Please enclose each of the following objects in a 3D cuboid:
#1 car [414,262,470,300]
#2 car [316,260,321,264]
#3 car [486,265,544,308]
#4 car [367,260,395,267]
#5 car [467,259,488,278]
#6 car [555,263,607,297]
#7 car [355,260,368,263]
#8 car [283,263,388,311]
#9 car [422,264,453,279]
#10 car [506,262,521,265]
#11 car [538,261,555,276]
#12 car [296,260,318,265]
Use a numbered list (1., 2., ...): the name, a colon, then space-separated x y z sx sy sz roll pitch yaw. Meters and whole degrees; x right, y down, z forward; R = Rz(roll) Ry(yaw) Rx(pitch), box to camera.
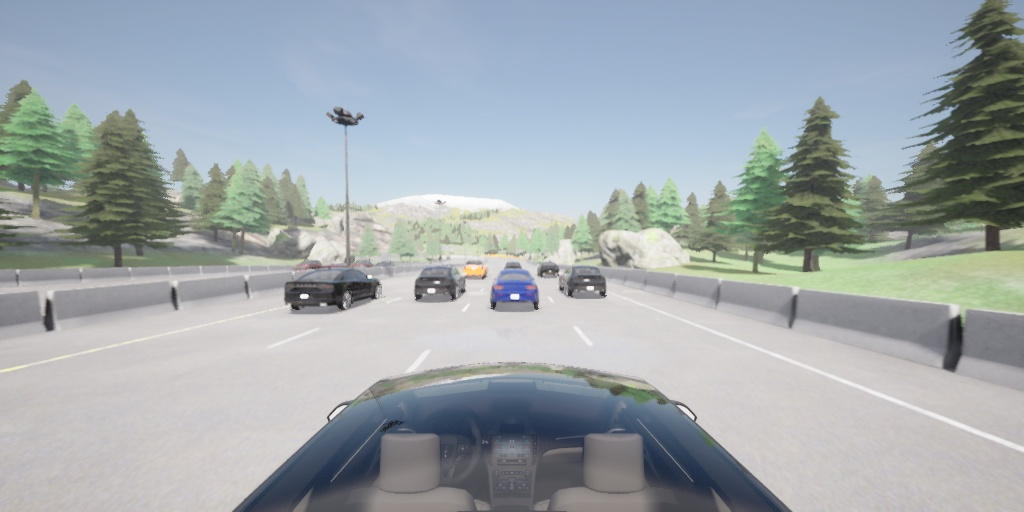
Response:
1. car: -3.399 1.228 17.554 1.837 1.490 4.892 0 0 0
2. car: -24.552 1.575 49.611 1.895 1.301 4.718 0 -1 0
3. car: 0.100 1.246 14.754 1.812 1.442 4.674 0 0 0
4. car: -17.563 1.471 49.097 1.837 1.490 4.892 0 -1 0
5. car: -3.398 1.153 33.900 2.097 1.767 4.553 0 0 0
6. car: 3.601 1.230 18.875 1.837 1.490 4.892 0 0 0
7. car: -21.054 1.335 50.177 2.097 1.767 4.553 0 -1 0
8. car: -6.899 1.198 14.386 1.882 1.535 5.008 0 0 0
9. car: -6.897 1.399 33.710 1.895 1.301 4.718 0 0 0
10. car: 0.103 1.313 34.963 1.837 1.490 4.892 0 -1 0
11. car: 3.603 1.298 36.215 1.882 1.535 5.008 0 -1 0
12. car: -28.051 1.325 49.492 2.097 1.767 4.553 0 -1 0
